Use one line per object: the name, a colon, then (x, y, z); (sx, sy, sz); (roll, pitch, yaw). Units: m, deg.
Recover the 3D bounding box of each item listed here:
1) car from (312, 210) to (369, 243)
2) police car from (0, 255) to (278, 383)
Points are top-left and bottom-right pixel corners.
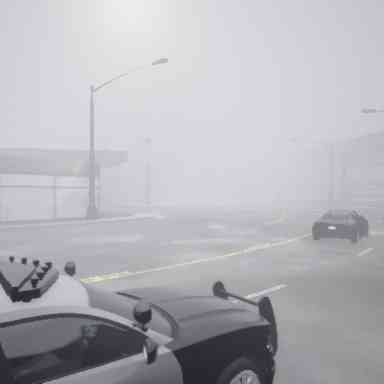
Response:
car: (7.422, 1.564, 16.477); (1.994, 1.385, 4.181); (0, 0, 36)
police car: (-1.319, 1.425, 2.836); (5.238, 1.638, 1.930); (0, 0, -36)
